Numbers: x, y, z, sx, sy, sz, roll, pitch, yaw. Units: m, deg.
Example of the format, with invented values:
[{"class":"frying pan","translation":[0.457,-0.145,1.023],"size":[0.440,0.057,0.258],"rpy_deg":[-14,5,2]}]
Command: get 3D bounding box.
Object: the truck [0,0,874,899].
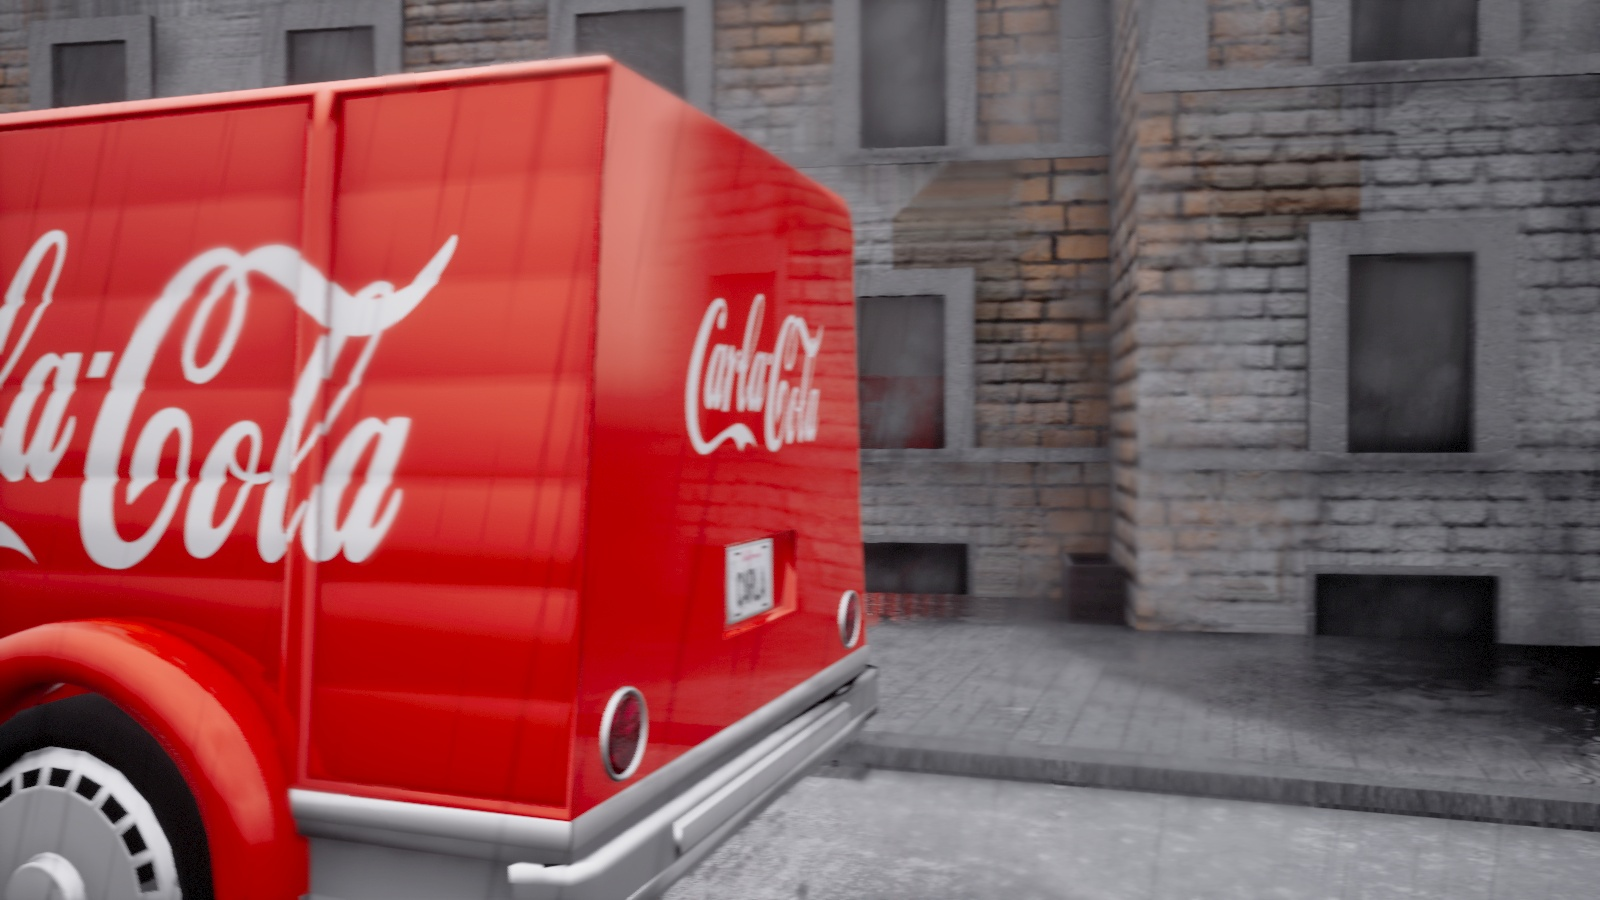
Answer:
[{"class":"truck","translation":[-2.599,0.256,4.595],"size":[5.204,2.467,2.627],"rpy_deg":[1,1,19]}]
